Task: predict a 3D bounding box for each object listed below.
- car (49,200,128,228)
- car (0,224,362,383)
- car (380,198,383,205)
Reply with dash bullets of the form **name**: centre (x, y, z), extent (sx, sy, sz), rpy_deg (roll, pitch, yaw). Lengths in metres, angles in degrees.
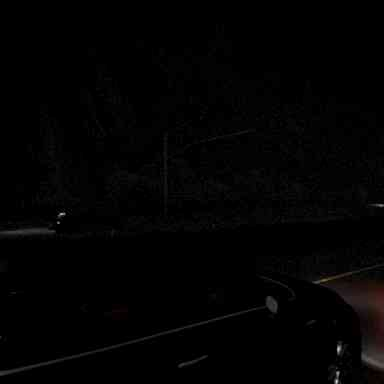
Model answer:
- **car**: centre (-6.460, 1.342, 20.913), extent (4.553, 1.767, 2.097), rpy_deg (0, 0, -36)
- **car**: centre (-0.126, 1.351, 3.656), extent (4.553, 1.767, 2.097), rpy_deg (0, 0, -36)
- **car**: centre (32.318, 1.288, 53.459), extent (5.357, 1.411, 2.033), rpy_deg (0, 0, -36)
